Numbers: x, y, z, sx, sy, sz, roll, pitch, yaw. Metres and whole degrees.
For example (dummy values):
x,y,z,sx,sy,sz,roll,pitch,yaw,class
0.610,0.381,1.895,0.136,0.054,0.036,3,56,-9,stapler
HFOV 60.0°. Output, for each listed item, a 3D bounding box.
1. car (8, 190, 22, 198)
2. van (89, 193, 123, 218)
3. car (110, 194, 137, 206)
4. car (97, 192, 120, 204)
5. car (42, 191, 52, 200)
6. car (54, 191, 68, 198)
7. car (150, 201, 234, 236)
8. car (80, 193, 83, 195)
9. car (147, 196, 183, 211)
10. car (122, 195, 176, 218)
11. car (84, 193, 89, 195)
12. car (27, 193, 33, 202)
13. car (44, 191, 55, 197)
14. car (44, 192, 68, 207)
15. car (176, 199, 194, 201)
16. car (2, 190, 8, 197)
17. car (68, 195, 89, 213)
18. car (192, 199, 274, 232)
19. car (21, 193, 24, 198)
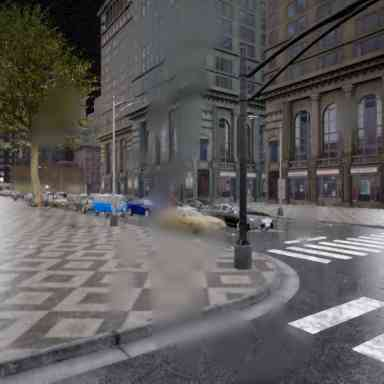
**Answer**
x,y,z,sx,sy,sz,roll,pitch,yaw,class
-35.888,0.483,68.442,1.967,1.590,4.097,1,0,-35,car
-6.730,1.091,27.137,1.690,1.788,3.998,1,0,-35,van
-9.492,1.073,45.832,2.008,1.369,4.403,1,0,-35,car
-12.729,0.880,50.420,1.967,1.590,4.097,1,0,-35,car
-19.691,0.991,45.498,2.008,1.369,4.403,1,0,-35,car
-28.928,0.587,73.362,1.887,1.381,4.507,1,0,-35,car
-0.153,1.398,17.816,1.752,1.417,4.829,1,0,-35,car
-19.211,0.860,59.597,1.802,1.307,4.206,1,0,-35,car
-3.011,1.224,36.651,1.887,1.381,4.507,1,0,-35,car
-3.644,1.245,27.365,1.882,1.535,5.008,0,1,-35,car
-9.525,1.130,35.712,2.128,1.511,4.902,0,1,-35,car
-22.931,0.910,50.087,2.008,1.369,4.403,1,0,-35,car
-35.408,0.471,82.539,1.802,1.307,4.206,1,0,-35,car
-16.354,1.051,40.770,1.752,1.417,4.829,1,0,-35,car
0.228,1.315,32.062,1.947,1.339,4.313,1,0,-35,car
-42.368,0.329,77.620,1.967,1.590,4.097,1,0,-35,car
-9.972,1.230,31.727,2.008,1.369,4.403,1,0,-35,car
2.408,1.370,18.803,2.128,1.511,4.902,0,1,-36,car
-26.171,0.830,54.676,2.008,1.369,4.403,1,0,-35,car
